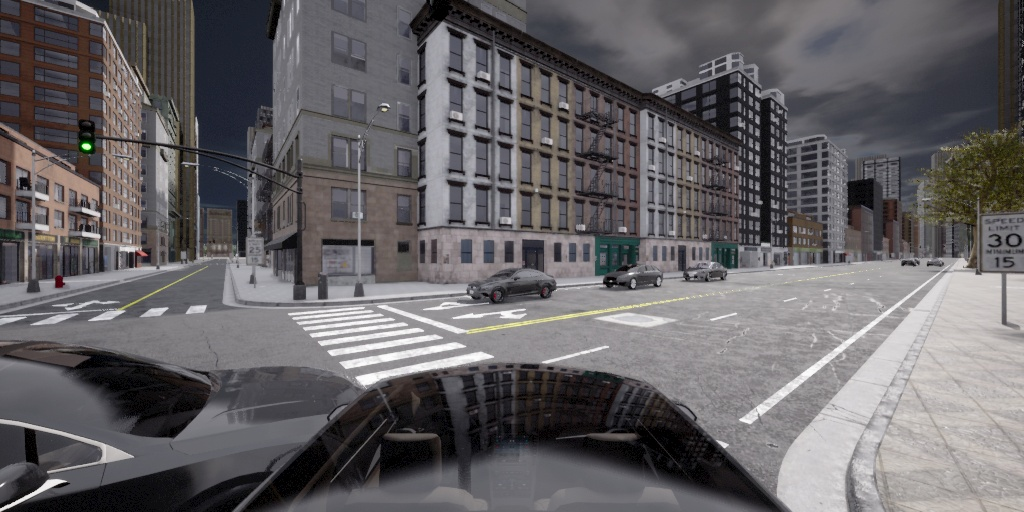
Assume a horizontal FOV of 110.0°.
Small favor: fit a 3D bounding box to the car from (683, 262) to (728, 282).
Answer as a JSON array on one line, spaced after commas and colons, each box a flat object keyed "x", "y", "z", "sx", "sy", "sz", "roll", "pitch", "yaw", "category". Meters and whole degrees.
[{"x": 15.889, "y": 1.238, "z": 29.400, "sx": 4.902, "sy": 1.511, "sz": 2.128, "roll": 0, "pitch": 0, "yaw": -38, "category": "car"}]

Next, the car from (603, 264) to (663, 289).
[{"x": 7.829, "y": 1.260, "z": 22.992, "sx": 4.892, "sy": 1.490, "sz": 1.837, "roll": 0, "pitch": 0, "yaw": -38, "category": "car"}]

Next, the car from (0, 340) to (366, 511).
[{"x": -3.209, "y": 1.257, "z": 1.880, "sx": 4.892, "sy": 1.490, "sz": 1.837, "roll": 0, "pitch": 0, "yaw": -34, "category": "car"}]

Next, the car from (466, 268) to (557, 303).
[{"x": 0.090, "y": 1.288, "z": 16.827, "sx": 4.674, "sy": 1.442, "sz": 1.812, "roll": 0, "pitch": 0, "yaw": -39, "category": "car"}]
